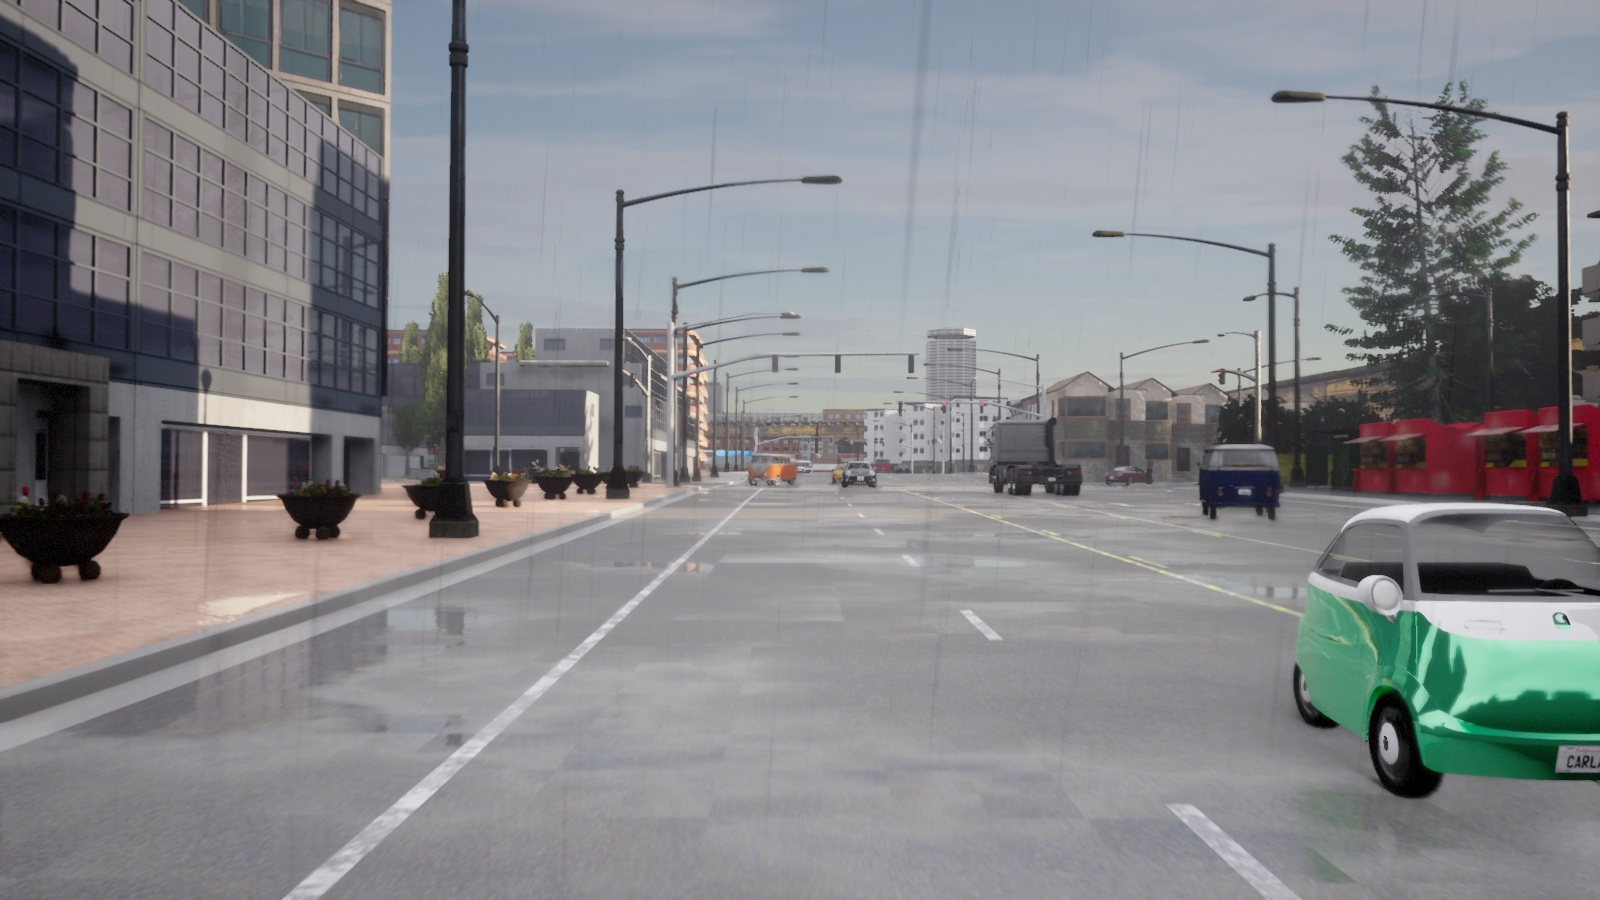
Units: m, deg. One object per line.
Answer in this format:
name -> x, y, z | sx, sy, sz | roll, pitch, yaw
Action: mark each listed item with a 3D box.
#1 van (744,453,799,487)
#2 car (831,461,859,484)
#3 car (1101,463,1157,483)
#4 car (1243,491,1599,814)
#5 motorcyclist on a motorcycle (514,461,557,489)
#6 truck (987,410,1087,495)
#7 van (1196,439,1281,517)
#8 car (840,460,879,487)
van -> -1.715, 1.220, 76.776 | 1.775, 1.987, 4.442 | 0, -1, 22
car -> 3.279, 1.635, 91.782 | 1.801, 1.575, 5.366 | 0, -1, 0
car -> 24.048, 1.674, 91.644 | 4.674, 1.442, 1.812 | 1, -2, -45
car -> 3.484, 0.929, 6.652 | 1.481, 1.376, 2.207 | 0, -1, 0
motorcyclist on a motorcycle -> -14.615, 1.406, 69.389 | 2.191, 1.530, 0.866 | 0, -1, 0
truck -> 10.361, 0.137, 55.768 | 2.891, 3.462, 7.936 | 0, -1, 0
van -> 11.912, 0.733, 34.350 | 1.775, 1.987, 4.442 | 0, 0, 14
car -> 3.329, 1.316, 70.888 | 1.970, 1.475, 3.806 | 0, -1, 0
